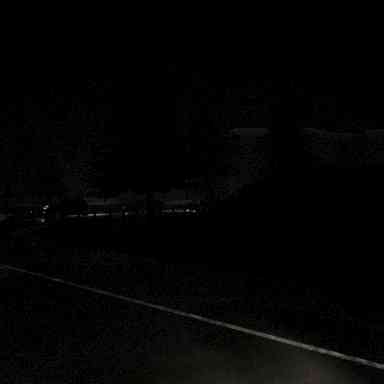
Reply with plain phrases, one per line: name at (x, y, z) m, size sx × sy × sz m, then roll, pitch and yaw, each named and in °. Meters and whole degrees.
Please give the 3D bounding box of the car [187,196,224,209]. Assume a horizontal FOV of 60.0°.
car at (1.742, 1.276, 41.526) m, size 4.553 × 1.767 × 2.097 m, roll 0°, pitch 0°, yaw -35°

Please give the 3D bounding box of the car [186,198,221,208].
car at (1.630, 1.514, 45.774) m, size 4.718 × 1.301 × 1.895 m, roll 0°, pitch 0°, yaw -35°

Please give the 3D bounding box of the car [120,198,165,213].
car at (-5.184, 1.406, 35.789) m, size 4.902 × 1.511 × 2.128 m, roll 0°, pitch 0°, yaw -42°

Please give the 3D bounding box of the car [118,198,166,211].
car at (-5.935, 1.448, 39.885) m, size 5.357 × 1.411 × 2.033 m, roll 0°, pitch 0°, yaw -42°

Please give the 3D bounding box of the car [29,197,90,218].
car at (-11.389, 1.260, 29.373) m, size 2.097 × 1.767 × 4.553 m, roll 0°, pitch 0°, yaw 41°
